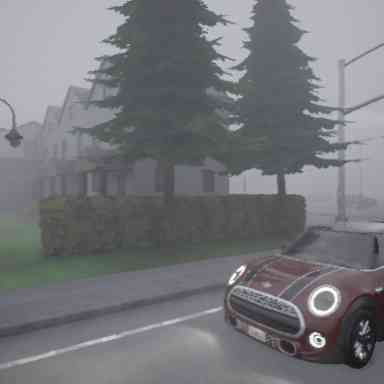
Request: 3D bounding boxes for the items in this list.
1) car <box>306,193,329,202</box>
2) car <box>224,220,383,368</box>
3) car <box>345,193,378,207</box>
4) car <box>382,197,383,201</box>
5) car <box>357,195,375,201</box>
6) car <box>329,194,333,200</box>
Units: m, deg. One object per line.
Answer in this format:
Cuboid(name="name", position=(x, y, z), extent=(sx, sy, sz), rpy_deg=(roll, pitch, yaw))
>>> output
Cuboid(name="car", position=(25.911, 1.107, 69.802), extent=(1.905, 1.878, 3.866), rpy_deg=(0, 0, -36))
Cuboid(name="car", position=(2.733, 1.354, 5.877), extent=(4.553, 1.767, 2.097), rpy_deg=(0, 0, -35))
Cuboid(name="car", position=(23.169, 1.120, 46.381), extent=(1.932, 1.855, 4.605), rpy_deg=(0, 0, -36))
Cuboid(name="car", position=(45.100, 1.424, 74.843), extent=(1.970, 1.475, 3.806), rpy_deg=(0, 0, -36))
Cuboid(name="car", position=(43.172, 1.415, 82.604), extent=(1.845, 1.501, 3.633), rpy_deg=(0, 0, -36))
Cuboid(name="car", position=(28.025, 1.129, 71.837), extent=(1.932, 1.855, 4.605), rpy_deg=(0, 0, -36))
